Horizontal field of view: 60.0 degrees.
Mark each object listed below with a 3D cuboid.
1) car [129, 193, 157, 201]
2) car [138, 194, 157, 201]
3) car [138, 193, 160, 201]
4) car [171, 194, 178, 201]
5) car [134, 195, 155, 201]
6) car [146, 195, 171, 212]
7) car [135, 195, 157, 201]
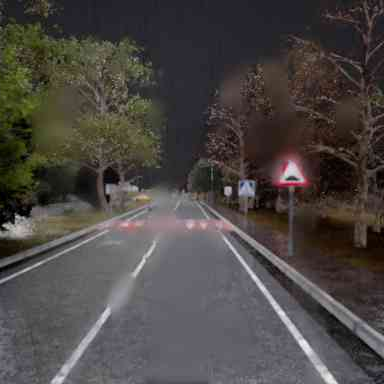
[{"bbox_3d":[-11.180,1.416,77.506,5.366,1.575,1.946,0,-1,-1],"label":"car"},{"bbox_3d":[-11.529,1.484,85.821,4.553,1.767,2.185,0,-2,-1],"label":"car"},{"bbox_3d":[-11.513,1.434,88.596,5.566,2.045,2.435,0,-2,-1],"label":"car"},{"bbox_3d":[-4.298,1.282,78.644,2.128,1.511,4.902,0,-1,-1],"label":"car"},{"bbox_3d":[-11.415,1.475,80.271,4.892,1.521,2.231,0,-1,-1],"label":"car"},{"bbox_3d":[-3.710,1.419,37.171,1.812,1.442,4.674,0,0,-1],"label":"car"},{"bbox_3d":[-11.460,1.537,83.042,5.008,1.535,2.097,0,-2,-1],"label":"car"}]
